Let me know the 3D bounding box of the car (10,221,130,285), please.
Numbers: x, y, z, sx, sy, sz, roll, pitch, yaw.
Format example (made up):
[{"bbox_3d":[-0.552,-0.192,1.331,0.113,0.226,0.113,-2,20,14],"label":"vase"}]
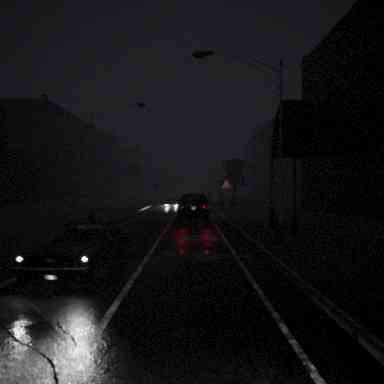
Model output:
[{"bbox_3d":[-3.103,1.557,9.511,1.895,1.301,4.718,0,0,0],"label":"car"}]

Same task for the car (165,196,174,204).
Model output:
[{"bbox_3d":[-3.081,1.217,51.873,1.895,1.301,4.718,0,1,0],"label":"car"}]

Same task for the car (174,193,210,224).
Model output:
[{"bbox_3d":[0.097,1.091,23.613,2.150,2.045,5.566,0,1,0],"label":"car"}]

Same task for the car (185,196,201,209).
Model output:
[{"bbox_3d":[0.094,1.297,41.679,1.895,1.301,4.718,0,2,0],"label":"car"}]
